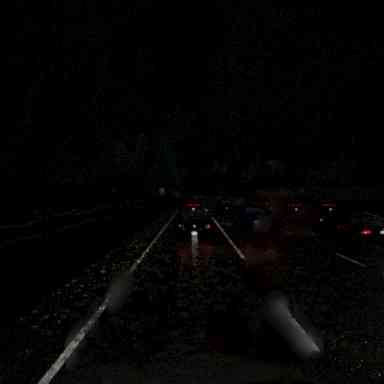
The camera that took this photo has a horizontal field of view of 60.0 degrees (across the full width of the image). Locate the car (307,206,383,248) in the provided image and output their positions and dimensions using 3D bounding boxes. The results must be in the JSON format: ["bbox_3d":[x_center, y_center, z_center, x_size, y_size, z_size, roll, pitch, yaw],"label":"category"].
[{"bbox_3d":[7.114,1.555,14.850,2.033,1.411,5.357,0,0,0],"label":"car"}]

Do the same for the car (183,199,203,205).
[{"bbox_3d":[0.127,1.517,36.272,1.837,1.490,4.892,0,0,0],"label":"car"}]

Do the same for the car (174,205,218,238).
[{"bbox_3d":[0.117,1.607,17.549,1.895,1.301,4.718,0,0,0],"label":"car"}]

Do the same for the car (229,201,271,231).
[{"bbox_3d":[3.616,1.534,20.525,1.812,1.442,4.674,0,0,0],"label":"car"}]

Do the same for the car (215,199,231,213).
[{"bbox_3d":[3.635,1.540,37.279,1.812,1.442,4.674,0,0,0],"label":"car"}]

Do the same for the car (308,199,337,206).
[{"bbox_3d":[14.137,1.522,36.311,1.837,1.490,4.892,0,0,0],"label":"car"}]

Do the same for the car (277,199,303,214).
[{"bbox_3d":[10.636,1.521,36.315,1.837,1.490,4.892,0,0,0],"label":"car"}]

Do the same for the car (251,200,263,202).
[{"bbox_3d":[7.137,1.579,36.920,1.994,1.385,4.181,0,0,0],"label":"car"}]
